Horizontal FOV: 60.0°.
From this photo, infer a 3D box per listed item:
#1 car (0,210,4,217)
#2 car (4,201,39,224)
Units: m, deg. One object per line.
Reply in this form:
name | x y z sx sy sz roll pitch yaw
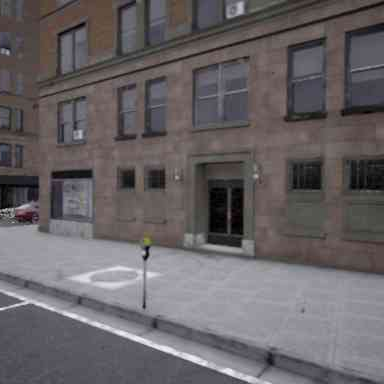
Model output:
car | -12.157 1.399 26.468 2.033 1.411 5.357 1 1 38
car | -10.360 1.423 23.685 1.812 1.442 4.674 1 1 36
